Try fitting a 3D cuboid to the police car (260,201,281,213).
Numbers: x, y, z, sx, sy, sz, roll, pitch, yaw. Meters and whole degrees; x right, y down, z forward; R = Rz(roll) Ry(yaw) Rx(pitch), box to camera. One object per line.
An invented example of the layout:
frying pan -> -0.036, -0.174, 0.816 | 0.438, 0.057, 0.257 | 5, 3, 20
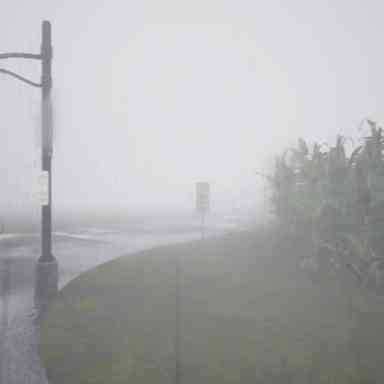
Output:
police car -> 10.573, 1.870, 43.603 | 1.930, 1.638, 5.238 | 0, 0, 36
